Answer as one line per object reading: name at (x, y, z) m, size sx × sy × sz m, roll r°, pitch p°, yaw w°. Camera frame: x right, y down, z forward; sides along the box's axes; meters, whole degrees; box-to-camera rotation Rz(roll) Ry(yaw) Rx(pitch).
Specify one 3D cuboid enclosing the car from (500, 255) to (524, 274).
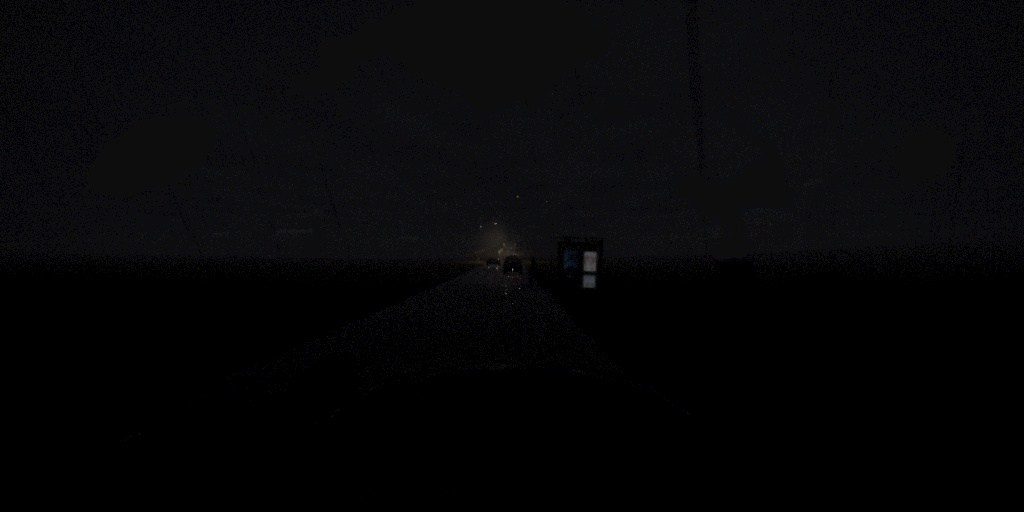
car at (0.084, 0.938, 34.317) m, size 1.837 × 1.490 × 4.892 m, roll 0°, pitch 0°, yaw 0°

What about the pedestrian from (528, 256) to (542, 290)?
pedestrian at (1.192, 0.888, 19.182) m, size 0.375 × 1.860 × 0.375 m, roll -3°, pitch 3°, yaw -10°

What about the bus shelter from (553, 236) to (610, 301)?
bus shelter at (3.136, 0.488, 17.082) m, size 1.920 × 2.740 × 3.880 m, roll 0°, pitch 0°, yaw 0°

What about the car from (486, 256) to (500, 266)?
car at (-2.765, 0.736, 54.144) m, size 1.994 × 1.385 × 4.181 m, roll 0°, pitch 1°, yaw 1°
